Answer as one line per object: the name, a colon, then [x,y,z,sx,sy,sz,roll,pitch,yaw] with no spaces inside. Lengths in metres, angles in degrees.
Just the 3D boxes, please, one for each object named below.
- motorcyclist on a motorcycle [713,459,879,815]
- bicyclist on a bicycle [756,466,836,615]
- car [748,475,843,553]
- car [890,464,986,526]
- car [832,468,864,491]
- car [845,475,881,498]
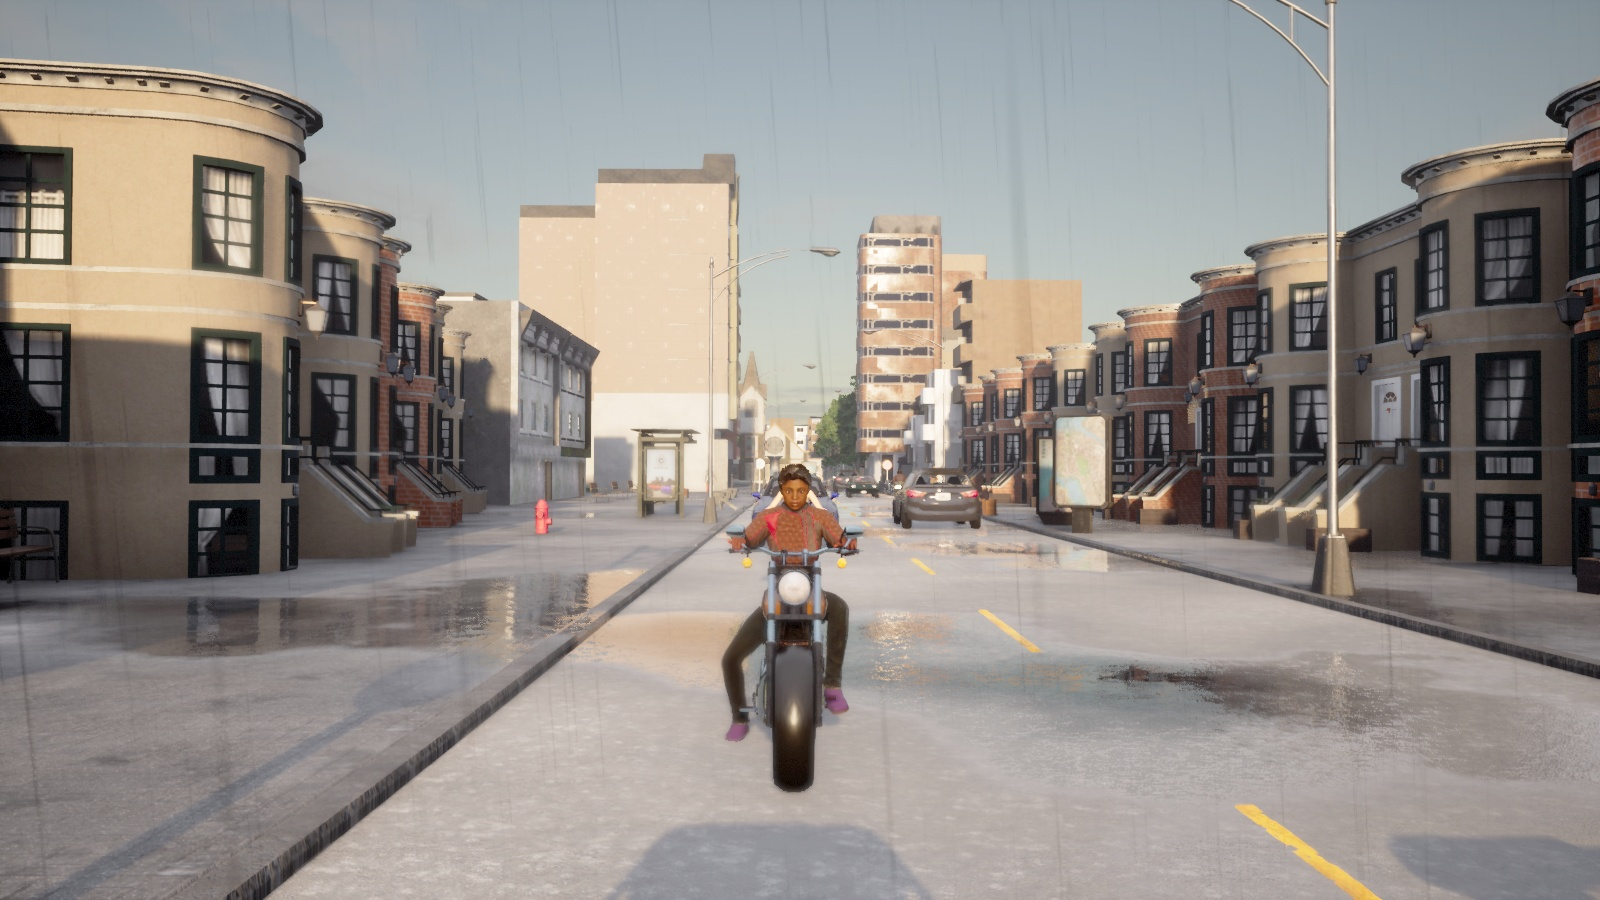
motorcyclist on a motorcycle: [-0.024,0.883,7.008,0.766,1.649,2.350,0,-1,0]
bicyclist on a bicycle: [-0.043,0.992,14.366,0.866,1.612,1.509,0,-1,0]
car: [-0.086,1.268,26.221,1.816,1.474,4.193,0,-1,0]
car: [3.883,1.249,36.169,2.242,1.667,4.611,0,-1,0]
car: [3.638,2.248,95.715,2.242,1.667,4.611,0,-1,0]
car: [3.738,2.166,75.539,1.895,1.301,4.718,0,-1,0]
